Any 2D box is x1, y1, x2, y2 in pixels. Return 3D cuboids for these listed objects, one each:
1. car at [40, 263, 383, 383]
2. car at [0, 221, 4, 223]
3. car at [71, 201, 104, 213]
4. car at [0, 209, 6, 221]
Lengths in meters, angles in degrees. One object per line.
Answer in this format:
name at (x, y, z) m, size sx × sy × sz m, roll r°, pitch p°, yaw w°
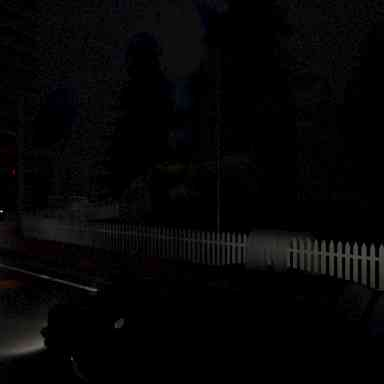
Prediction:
car at (0.622, 1.547, 3.550) m, size 5.357 × 1.411 × 2.033 m, roll 0°, pitch 0°, yaw 36°
car at (-7.581, 1.547, 9.395) m, size 5.357 × 1.411 × 2.033 m, roll 0°, pitch 0°, yaw 36°
car at (-11.471, 1.470, 36.823) m, size 1.812 × 1.442 × 4.674 m, roll 0°, pitch 0°, yaw 15°
car at (-14.543, 1.307, 21.349) m, size 2.097 × 1.767 × 4.553 m, roll 0°, pitch 1°, yaw 33°
